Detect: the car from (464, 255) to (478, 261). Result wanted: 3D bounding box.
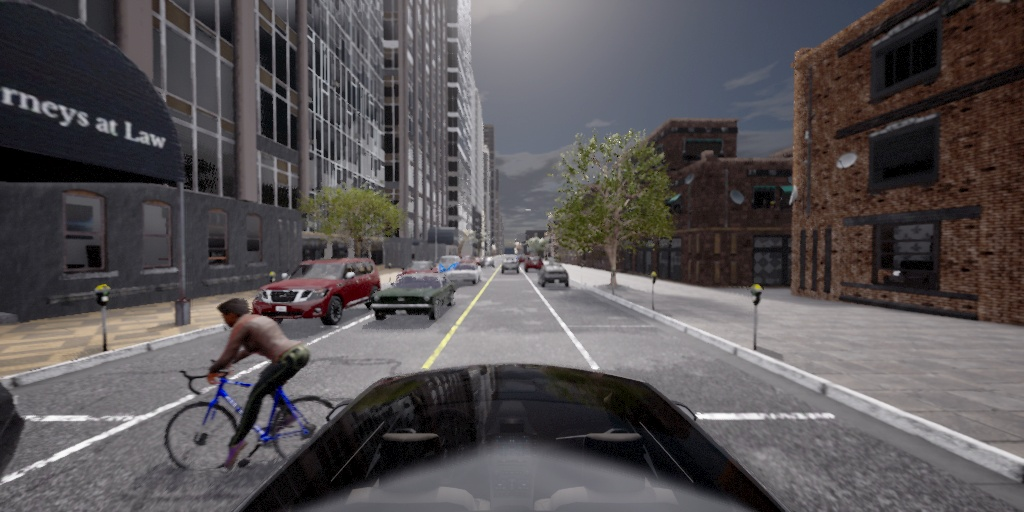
[{"bbox_3d":[-6.003,0.804,45.539,2.192,1.841,5.009,0,0,0],"label":"car"}]

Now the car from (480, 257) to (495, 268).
[{"bbox_3d":[-3.447,0.946,51.370,2.128,1.511,4.902,0,0,0],"label":"car"}]

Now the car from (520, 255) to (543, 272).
[{"bbox_3d":[2.418,0.837,40.055,2.192,1.841,5.009,0,0,0],"label":"car"}]

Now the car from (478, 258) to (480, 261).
[{"bbox_3d":[-6.042,0.982,50.904,1.751,1.417,4.829,0,0,0],"label":"car"}]

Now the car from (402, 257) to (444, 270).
[{"bbox_3d":[-5.849,1.066,22.673,1.967,1.591,4.097,0,0,0],"label":"car"}]

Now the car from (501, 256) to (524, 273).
[{"bbox_3d":[-0.167,1.024,38.347,2.128,1.511,4.902,0,0,0],"label":"car"}]

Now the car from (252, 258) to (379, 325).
[{"bbox_3d":[-5.858,1.007,11.603,2.192,1.841,5.009,0,0,0],"label":"car"}]

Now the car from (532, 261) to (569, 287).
[{"bbox_3d":[2.556,1.176,22.717,2.007,1.370,4.403,0,0,0],"label":"car"}]

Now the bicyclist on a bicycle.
[{"bbox_3d":[-2.426,1.218,3.371,1.656,1.620,0.582,-2,0,-3],"label":"bicyclist on a bicycle"}]

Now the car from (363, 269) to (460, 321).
[{"bbox_3d":[-3.167,1.288,12.397,1.895,1.301,4.718,0,0,0],"label":"car"}]

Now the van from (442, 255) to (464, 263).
[{"bbox_3d":[-5.923,0.897,34.470,1.690,1.789,3.998,0,0,0],"label":"van"}]

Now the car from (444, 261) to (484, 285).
[{"bbox_3d":[-3.228,1.214,24.825,1.895,1.301,4.718,0,0,0],"label":"car"}]
